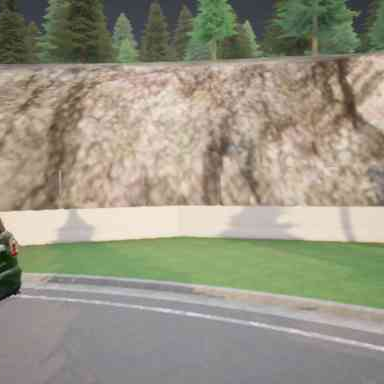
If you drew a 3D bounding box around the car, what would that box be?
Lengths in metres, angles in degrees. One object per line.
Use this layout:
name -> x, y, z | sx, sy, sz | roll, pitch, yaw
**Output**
car -> -5.660, 1.151, 5.274 | 5.566, 2.045, 2.150 | -1, 1, 6
